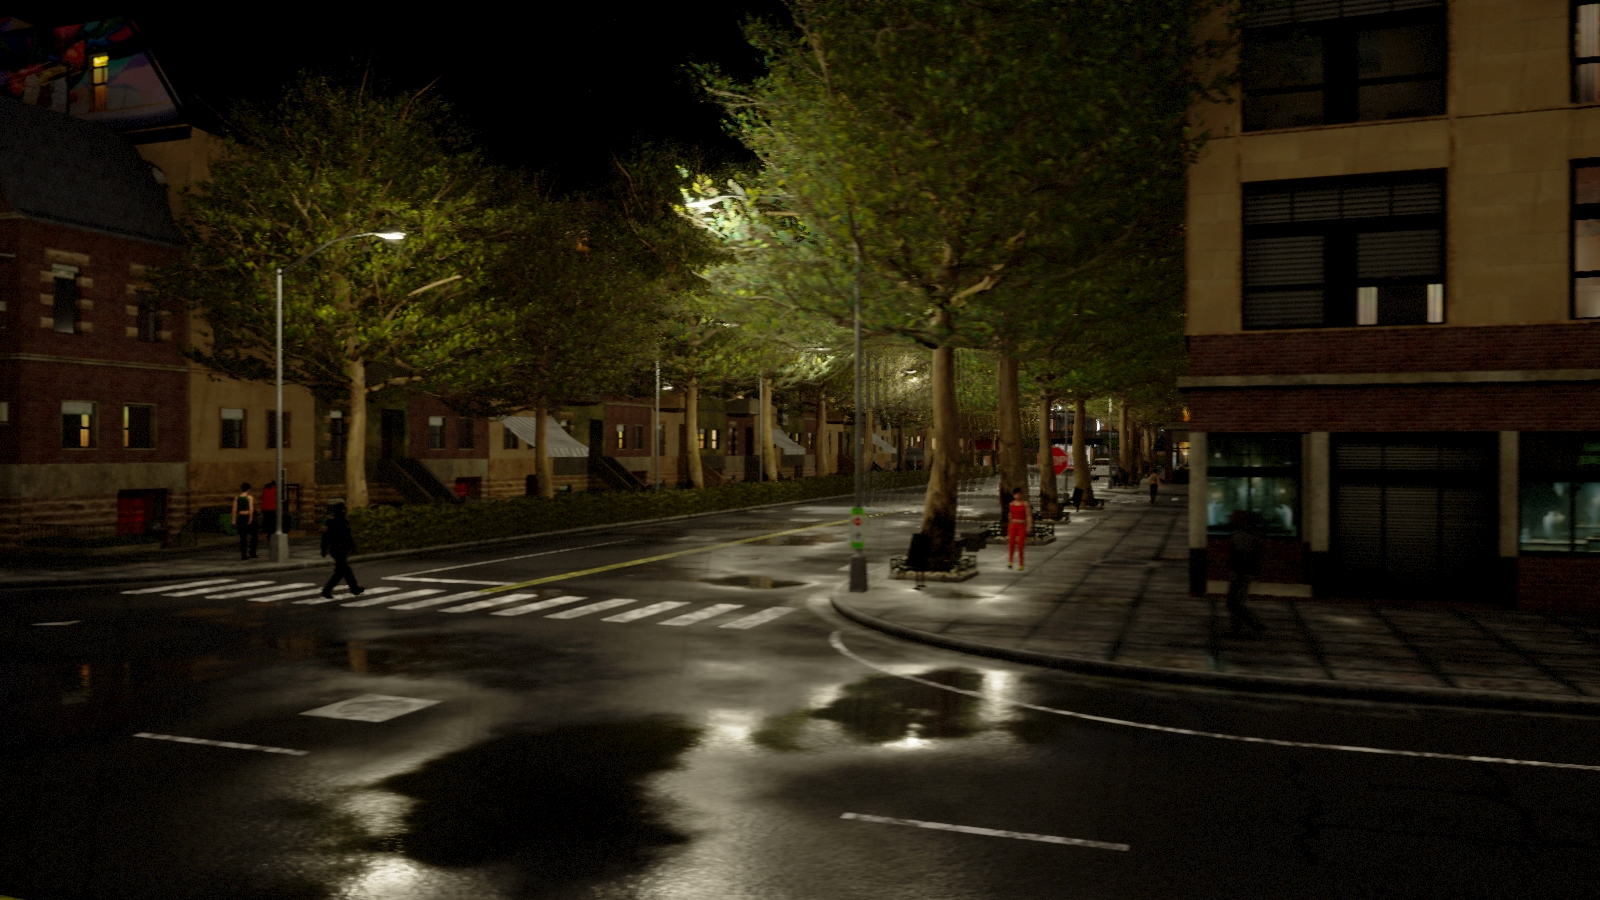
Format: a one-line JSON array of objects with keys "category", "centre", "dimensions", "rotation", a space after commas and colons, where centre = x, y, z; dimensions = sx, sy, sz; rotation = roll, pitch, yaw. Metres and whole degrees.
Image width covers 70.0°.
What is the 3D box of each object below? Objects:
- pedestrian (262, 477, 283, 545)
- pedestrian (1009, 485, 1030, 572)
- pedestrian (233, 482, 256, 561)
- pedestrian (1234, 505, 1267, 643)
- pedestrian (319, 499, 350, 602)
[{"category": "pedestrian", "centre": [-14.635, 1.692, 31.711], "dimensions": [0.375, 1.860, 0.375], "rotation": [0, 0, 16]}, {"category": "pedestrian", "centre": [4.753, 1.695, 24.746], "dimensions": [0.375, 1.860, 0.375], "rotation": [0, 0, 25]}, {"category": "pedestrian", "centre": [-13.226, 1.693, 27.202], "dimensions": [0.375, 1.860, 0.375], "rotation": [0, 0, 2]}, {"category": "pedestrian", "centre": [6.236, 1.697, 15.809], "dimensions": [0.375, 1.860, 0.375], "rotation": [0, 0, 29]}, {"category": "pedestrian", "centre": [-8.627, 1.846, 21.166], "dimensions": [0.375, 1.860, 0.375], "rotation": [0, 0, 23]}]
